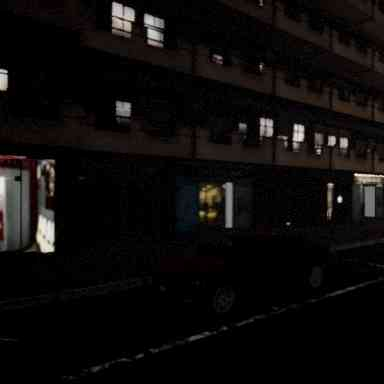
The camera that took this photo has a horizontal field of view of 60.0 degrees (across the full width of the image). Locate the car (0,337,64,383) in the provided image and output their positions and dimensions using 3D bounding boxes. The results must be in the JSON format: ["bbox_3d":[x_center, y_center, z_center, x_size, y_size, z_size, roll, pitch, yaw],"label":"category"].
[{"bbox_3d":[-2.692,1.564,1.450,4.181,1.385,1.994,0,0,-35],"label":"car"}]

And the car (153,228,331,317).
[{"bbox_3d":[1.281,1.545,7.472,4.507,1.381,1.887,0,0,-36],"label":"car"}]
